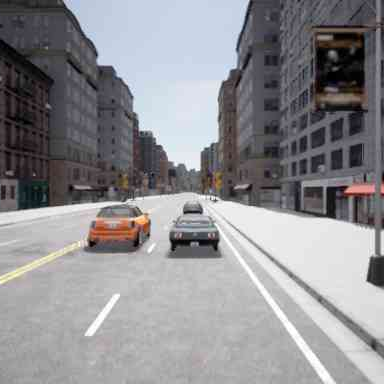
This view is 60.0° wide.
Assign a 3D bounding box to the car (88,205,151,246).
[{"bbox_3d":[-3.150,1.355,15.369,2.097,1.767,4.553,0,0,0],"label":"car"}]

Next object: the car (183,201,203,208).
[{"bbox_3d":[0.099,1.571,33.573,1.994,1.385,4.181,0,0,0],"label":"car"}]

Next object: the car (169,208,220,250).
[{"bbox_3d":[0.100,1.604,14.337,1.895,1.301,4.718,0,0,0],"label":"car"}]
